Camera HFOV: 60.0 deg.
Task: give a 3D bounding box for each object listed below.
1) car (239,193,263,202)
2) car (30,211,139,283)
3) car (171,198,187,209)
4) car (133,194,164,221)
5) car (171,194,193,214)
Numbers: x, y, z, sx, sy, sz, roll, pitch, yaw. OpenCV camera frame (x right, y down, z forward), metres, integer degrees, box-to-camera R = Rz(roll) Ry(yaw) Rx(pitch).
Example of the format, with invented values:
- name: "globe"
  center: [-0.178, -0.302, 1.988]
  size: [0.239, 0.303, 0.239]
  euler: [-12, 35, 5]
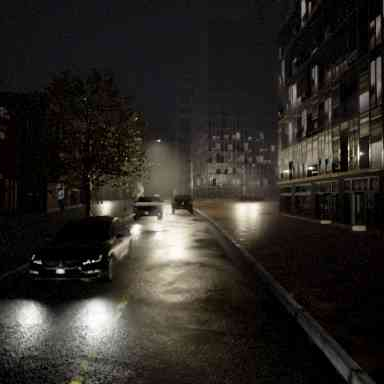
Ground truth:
- name: "car"
  center: [12.151, 1.213, 68.663]
  size: [5.009, 1.841, 2.192]
  euler: [0, -1, 13]
- name: "car"
  center: [-2.930, 1.508, 9.743]
  size: [1.837, 1.490, 4.892]
  euler: [0, 0, -1]
- name: "car"
  center: [-1.876, 1.535, 46.245]
  size: [1.812, 1.442, 4.674]
  euler: [0, 0, -7]
- name: "car"
  center: [-3.491, 1.228, 27.307]
  size: [2.150, 2.045, 5.566]
  euler: [0, 0, -3]
- name: "car"
  center: [-1.077, 1.230, 35.817]
  size: [2.150, 2.045, 5.566]
  euler: [0, 0, -3]
